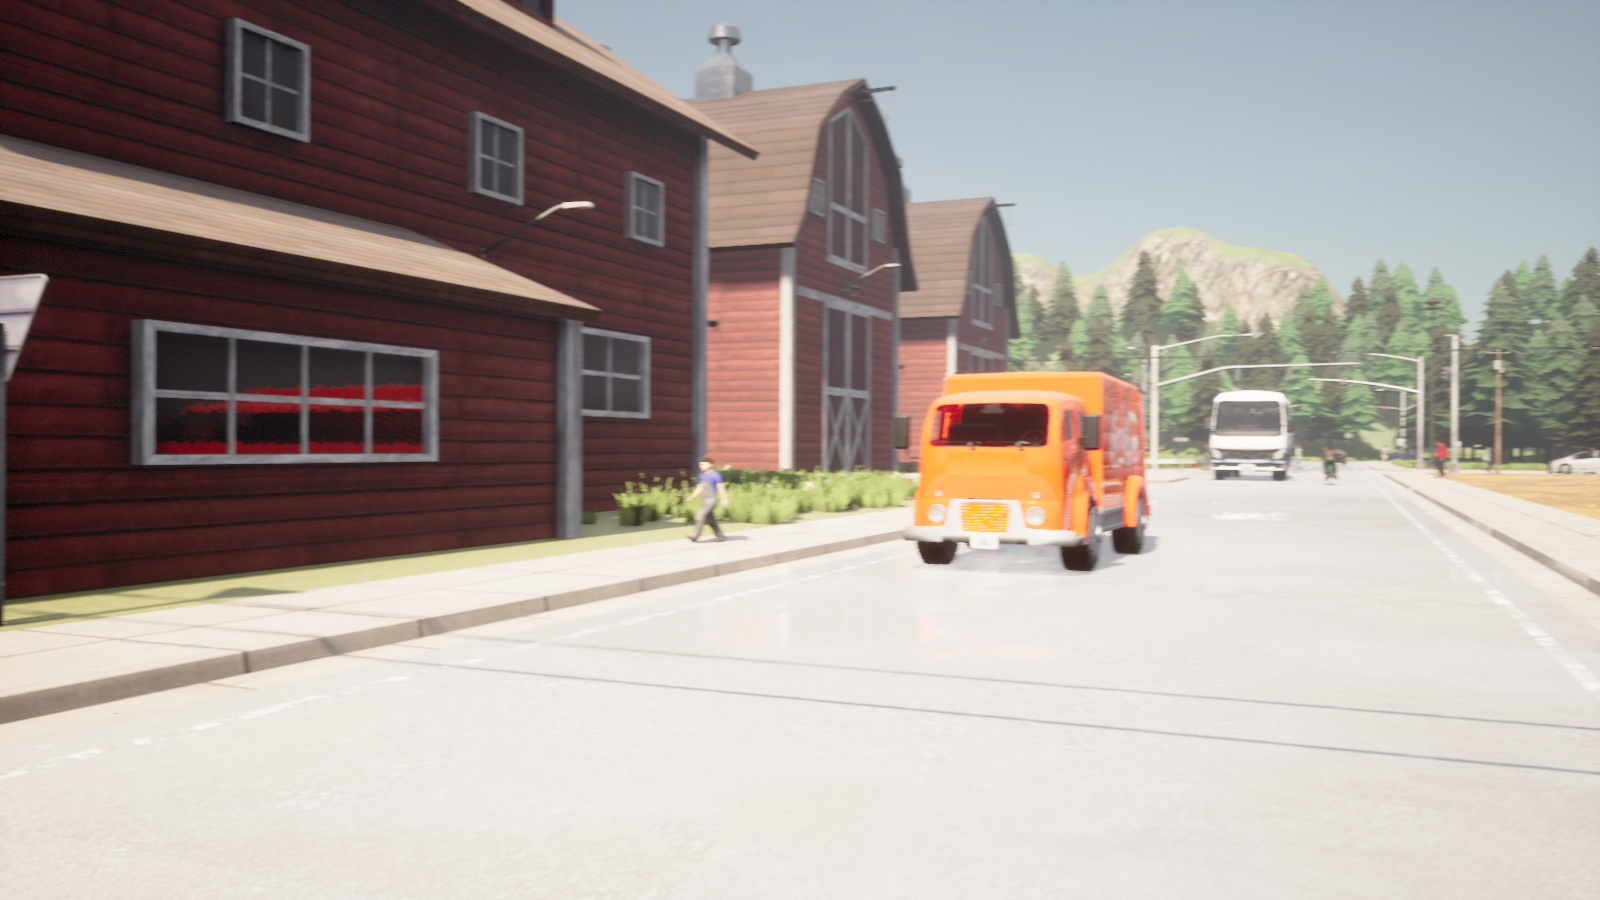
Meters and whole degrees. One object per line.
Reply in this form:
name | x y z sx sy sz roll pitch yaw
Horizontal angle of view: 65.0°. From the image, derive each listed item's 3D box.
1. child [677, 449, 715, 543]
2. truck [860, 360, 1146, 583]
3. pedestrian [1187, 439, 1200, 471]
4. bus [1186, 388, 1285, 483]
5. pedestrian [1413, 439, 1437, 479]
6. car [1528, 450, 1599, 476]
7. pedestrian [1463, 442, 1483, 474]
child | -1.432 0.622 17.258 0.437 1.263 0.270 0 0 -38
truck | 2.927 0.225 16.769 2.627 2.467 5.204 0 0 23
pedestrian | 24.058 0.325 76.767 0.666 1.930 0.402 0 0 -2
bus | 21.495 -0.687 61.532 3.944 4.253 10.273 1 0 23
pedestrian | 29.620 0.420 59.519 0.899 1.844 0.634 1 0 34
car | 48.221 0.799 78.416 4.514 1.525 2.007 0 0 24
pedestrian | 39.853 0.455 74.371 0.900 1.855 0.874 1 0 35
